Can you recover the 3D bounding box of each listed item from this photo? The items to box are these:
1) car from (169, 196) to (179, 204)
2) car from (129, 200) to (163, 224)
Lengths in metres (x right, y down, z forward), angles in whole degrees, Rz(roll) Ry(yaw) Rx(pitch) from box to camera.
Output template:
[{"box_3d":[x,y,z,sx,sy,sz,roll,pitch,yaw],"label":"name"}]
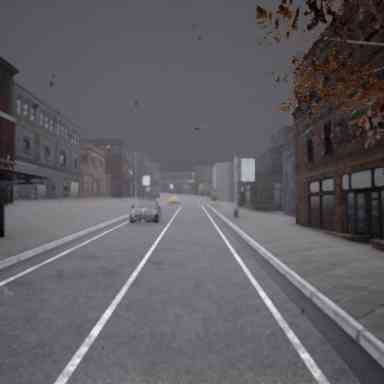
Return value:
[{"box_3d":[-3.543,1.615,65.757,1.882,1.535,5.008,0,0,0],"label":"car"},{"box_3d":[-3.388,1.395,25.069,2.097,1.767,4.553,0,0,0],"label":"car"}]
